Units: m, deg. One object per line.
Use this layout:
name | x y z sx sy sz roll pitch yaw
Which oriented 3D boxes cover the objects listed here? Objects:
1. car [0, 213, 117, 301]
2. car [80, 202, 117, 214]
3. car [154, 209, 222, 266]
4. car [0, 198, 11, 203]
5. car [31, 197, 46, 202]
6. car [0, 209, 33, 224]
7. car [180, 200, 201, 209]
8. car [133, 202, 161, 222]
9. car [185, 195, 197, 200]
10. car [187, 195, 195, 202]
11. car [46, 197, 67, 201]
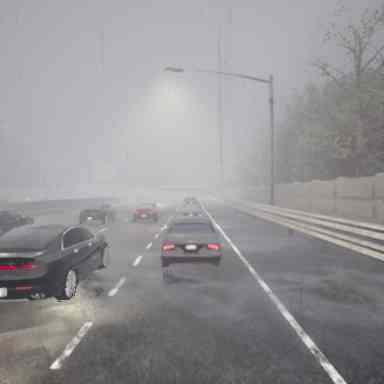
car | -3.430 1.526 8.309 1.837 1.490 4.892 0 0 0
car | -6.994 1.550 25.131 1.837 1.490 4.892 0 0 0
car | -0.039 1.549 11.526 2.033 1.411 5.357 0 0 0
car | -31.723 1.715 54.514 2.128 1.511 4.902 0 0 0
car | -28.232 1.695 62.255 1.882 1.535 5.008 0 0 0
car | -10.467 1.611 17.861 2.033 1.411 5.357 0 0 0
car | -0.089 1.552 23.874 2.033 1.411 5.357 0 0 0
car | -3.499 1.551 26.368 1.812 1.442 4.674 0 0 0
car | -0.157 1.369 42.473 2.097 1.767 4.553 0 0 0
car | -0.315 1.602 84.563 1.882 1.535 5.008 0 0 0
car | -24.734 1.715 62.365 2.128 1.511 4.902 0 0 0
